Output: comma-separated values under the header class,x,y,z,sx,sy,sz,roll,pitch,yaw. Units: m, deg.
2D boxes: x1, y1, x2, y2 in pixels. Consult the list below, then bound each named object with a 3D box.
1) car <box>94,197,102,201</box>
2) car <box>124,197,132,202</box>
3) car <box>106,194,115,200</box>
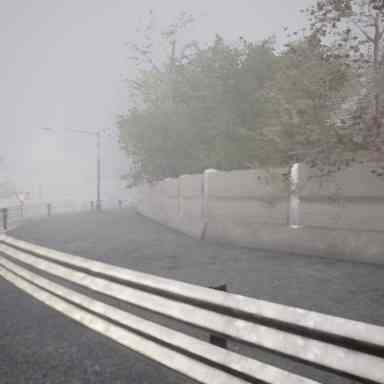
class,x,y,z,sx,sy,sz,roll,pitch,yaw
car,-25.627,1.964,90.426,2.033,1.411,5.357,0,0,-15
car,-17.280,1.998,90.787,1.895,1.301,4.718,0,0,0
car,-22.218,1.644,91.210,2.150,2.045,5.566,0,0,-15
